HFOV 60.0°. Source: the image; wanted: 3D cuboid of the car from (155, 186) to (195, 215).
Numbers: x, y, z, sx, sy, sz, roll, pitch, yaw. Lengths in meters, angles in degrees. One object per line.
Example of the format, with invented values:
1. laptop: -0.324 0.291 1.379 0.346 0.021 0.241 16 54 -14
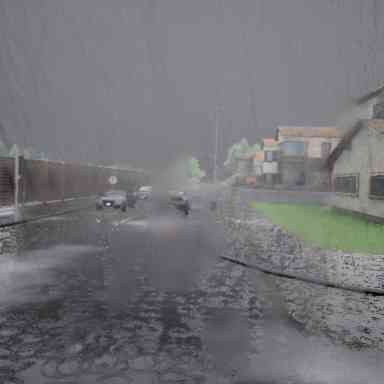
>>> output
1. car: -0.977 0.628 22.701 1.837 1.490 4.892 2 2 4

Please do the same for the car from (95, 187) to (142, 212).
1. car: -5.149 0.522 23.091 1.994 1.385 4.181 2 2 4

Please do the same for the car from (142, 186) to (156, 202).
1. car: -4.390 0.153 32.980 1.812 1.442 4.674 2 2 5

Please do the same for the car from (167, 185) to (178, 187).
1. car: -2.957 -0.437 51.288 2.033 1.411 5.357 2 2 5
